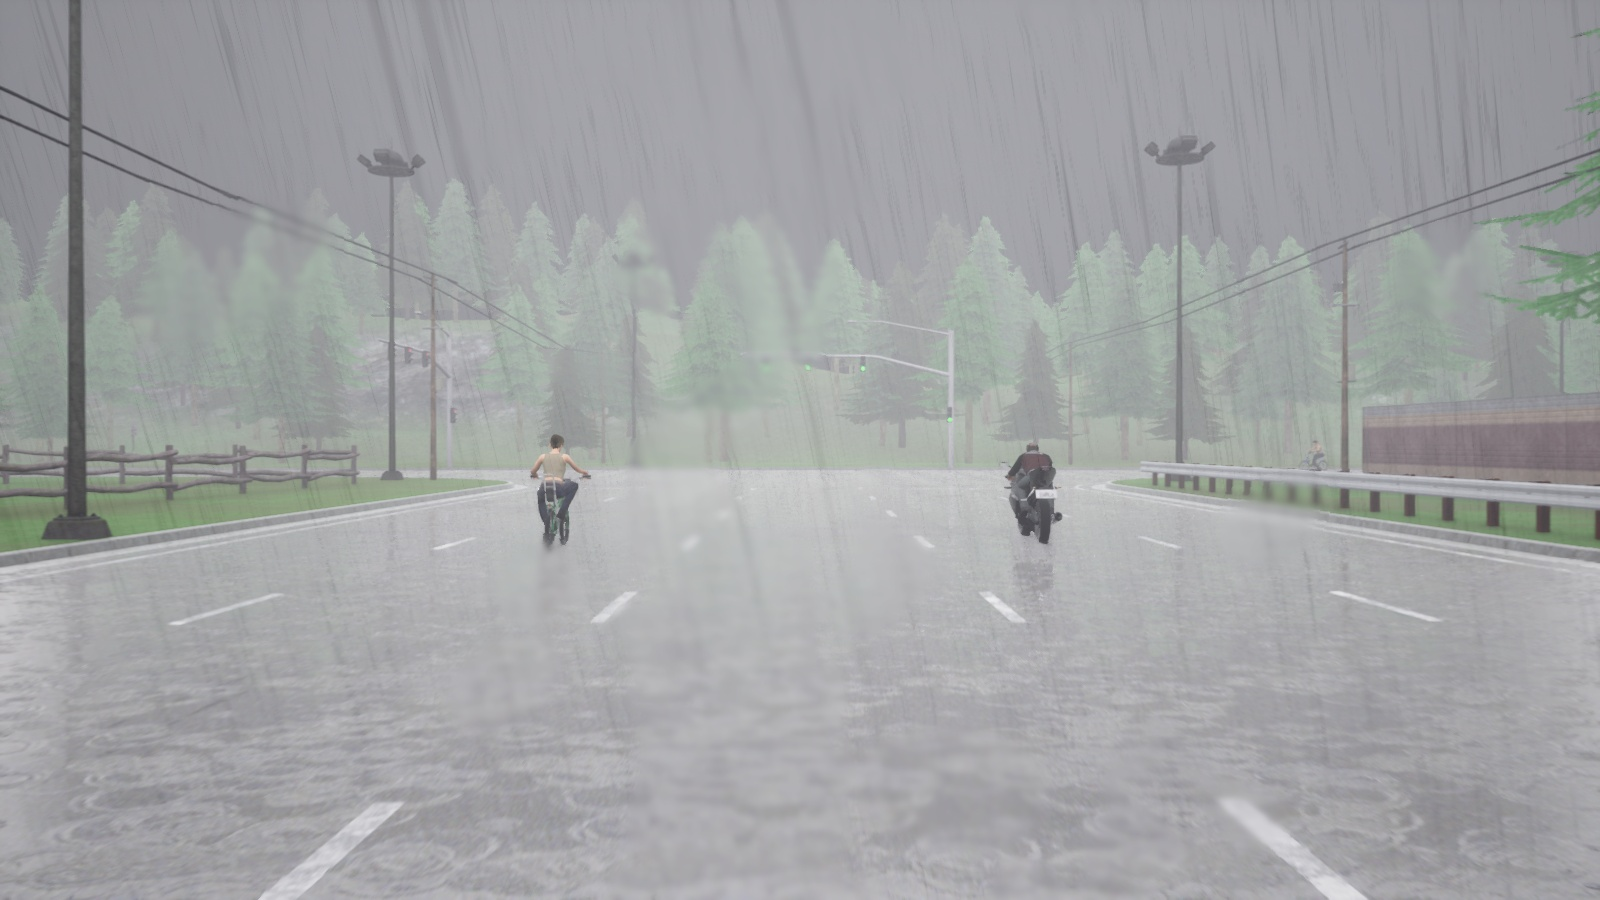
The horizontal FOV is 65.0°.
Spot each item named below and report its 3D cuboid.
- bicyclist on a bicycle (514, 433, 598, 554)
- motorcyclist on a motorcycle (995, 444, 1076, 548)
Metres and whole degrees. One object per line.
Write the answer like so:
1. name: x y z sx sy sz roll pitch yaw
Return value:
1. bicyclist on a bicycle: -3.390 0.581 17.547 0.866 1.612 1.509 0 0 1
2. motorcyclist on a motorcycle: 3.627 0.674 19.538 0.866 1.530 2.191 0 0 0
